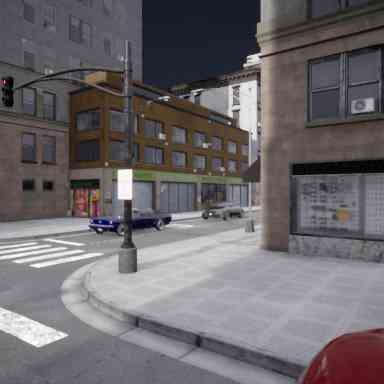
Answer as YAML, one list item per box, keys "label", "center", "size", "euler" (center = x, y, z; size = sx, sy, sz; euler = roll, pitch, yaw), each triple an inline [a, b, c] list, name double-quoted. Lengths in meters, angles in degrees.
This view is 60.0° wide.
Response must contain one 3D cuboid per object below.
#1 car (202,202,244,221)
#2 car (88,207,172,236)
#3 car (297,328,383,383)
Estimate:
- label: "car"
  center: [2.514, 1.456, 26.370]
  size: [1.994, 1.385, 4.181]
  euler: [0, 0, 35]
- label: "car"
  center: [-3.257, 1.535, 18.172]
  size: [1.895, 1.301, 4.718]
  euler: [0, 0, 35]
- label: "car"
  center: [2.732, 1.315, 0.876]
  size: [5.009, 1.841, 2.192]
  euler: [0, 0, 35]
